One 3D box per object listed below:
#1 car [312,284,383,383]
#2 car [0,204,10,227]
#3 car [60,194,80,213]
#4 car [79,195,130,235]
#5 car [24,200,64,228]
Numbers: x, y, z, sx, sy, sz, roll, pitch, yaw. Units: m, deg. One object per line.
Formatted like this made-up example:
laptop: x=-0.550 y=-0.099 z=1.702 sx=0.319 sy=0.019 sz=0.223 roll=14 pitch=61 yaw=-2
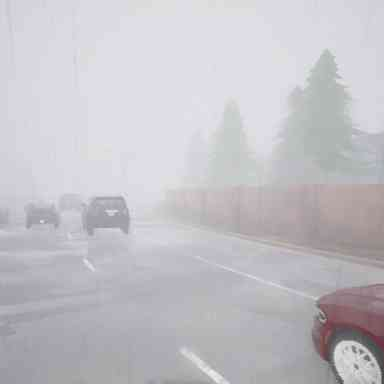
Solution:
car: x=3.436 y=1.477 z=2.763 sx=1.882 sy=1.535 sz=5.008 roll=0 pitch=0 yaw=-34
car: x=-13.368 y=1.499 z=21.933 sx=1.837 sy=1.490 sz=4.892 roll=0 pitch=0 yaw=-19
car: x=-13.502 y=1.212 z=37.664 sx=2.150 sy=2.045 sz=5.566 roll=0 pitch=0 yaw=-9
car: x=-5.011 y=1.216 z=19.069 sx=2.150 sy=2.045 sz=5.566 roll=0 pitch=0 yaw=-22
car: x=-9.797 y=1.500 z=22.231 sx=1.837 sy=1.490 sz=4.892 roll=0 pitch=0 yaw=-19
